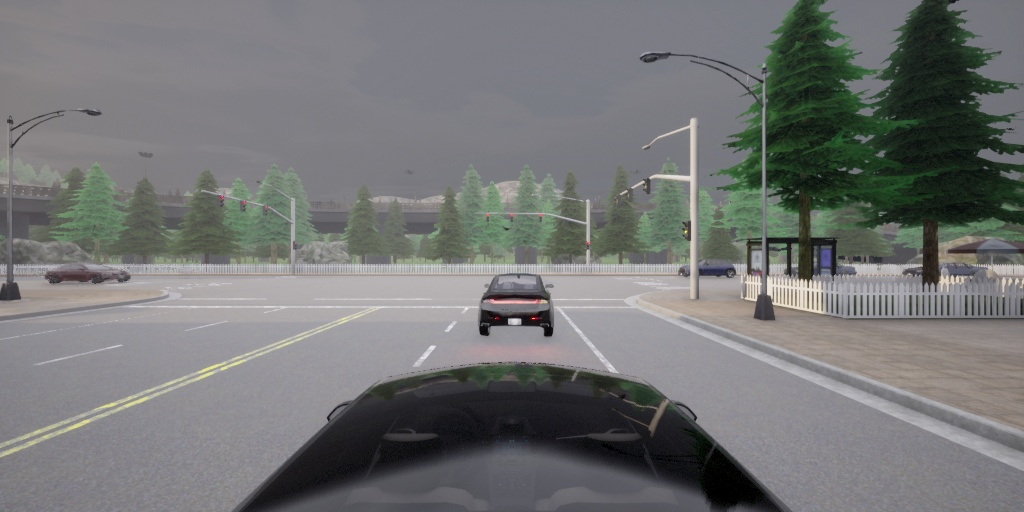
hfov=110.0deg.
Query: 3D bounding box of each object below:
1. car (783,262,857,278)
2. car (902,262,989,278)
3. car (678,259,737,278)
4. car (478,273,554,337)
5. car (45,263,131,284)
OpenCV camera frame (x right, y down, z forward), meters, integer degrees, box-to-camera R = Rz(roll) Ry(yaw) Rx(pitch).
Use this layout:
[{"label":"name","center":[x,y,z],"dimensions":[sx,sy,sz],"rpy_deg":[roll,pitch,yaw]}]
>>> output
[{"label":"car","center":[27.670,1.242,32.255],"dimensions":[5.357,1.411,2.033],"rpy_deg":[0,0,1]},{"label":"car","center":[38.061,1.242,31.508],"dimensions":[5.357,1.411,2.033],"rpy_deg":[0,0,10]},{"label":"car","center":[17.513,1.046,32.347],"dimensions":[4.553,1.767,2.097],"rpy_deg":[0,0,0]},{"label":"car","center":[0.180,1.242,10.352],"dimensions":[2.128,1.511,4.902],"rpy_deg":[0,0,3]},{"label":"car","center":[-29.902,1.220,25.310],"dimensions":[4.674,1.442,1.812],"rpy_deg":[0,0,-1]}]
